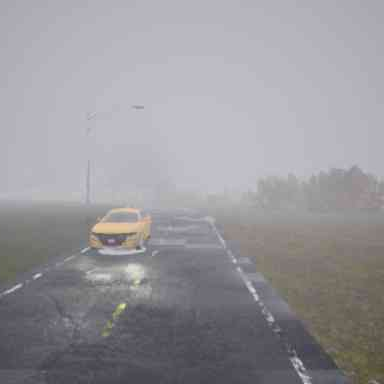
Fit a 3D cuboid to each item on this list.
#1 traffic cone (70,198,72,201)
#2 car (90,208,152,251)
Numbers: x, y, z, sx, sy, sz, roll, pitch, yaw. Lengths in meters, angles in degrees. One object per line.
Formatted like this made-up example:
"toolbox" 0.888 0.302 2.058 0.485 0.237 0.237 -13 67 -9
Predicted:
"traffic cone" -27.772 1.660 76.115 0.340 0.580 0.340 1 0 39
"car" -2.860 1.462 14.297 1.882 1.535 5.008 0 0 0
